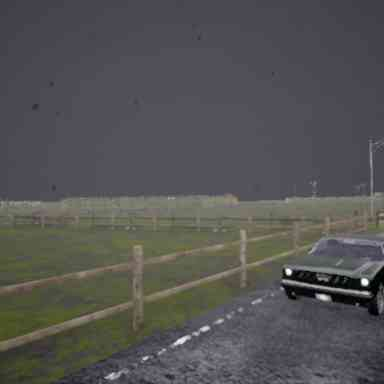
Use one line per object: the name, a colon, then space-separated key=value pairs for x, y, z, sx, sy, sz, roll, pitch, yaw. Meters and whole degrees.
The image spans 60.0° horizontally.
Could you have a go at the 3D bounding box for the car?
car: x=3.911 y=1.770 z=8.192 sx=1.895 sy=1.301 sz=4.718 roll=-1 pitch=-2 yaw=38
